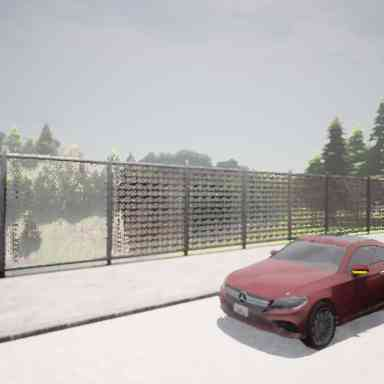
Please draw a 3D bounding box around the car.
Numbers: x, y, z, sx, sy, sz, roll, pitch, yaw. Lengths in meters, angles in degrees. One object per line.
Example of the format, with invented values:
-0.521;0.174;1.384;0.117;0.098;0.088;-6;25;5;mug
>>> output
2.661;1.590;6.463;4.674;1.442;1.812;1;-1;-35;car
